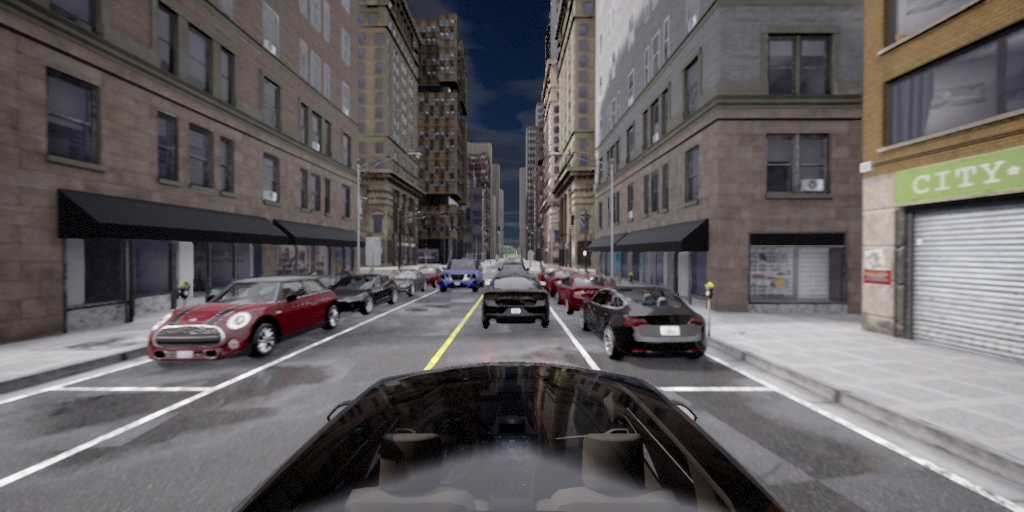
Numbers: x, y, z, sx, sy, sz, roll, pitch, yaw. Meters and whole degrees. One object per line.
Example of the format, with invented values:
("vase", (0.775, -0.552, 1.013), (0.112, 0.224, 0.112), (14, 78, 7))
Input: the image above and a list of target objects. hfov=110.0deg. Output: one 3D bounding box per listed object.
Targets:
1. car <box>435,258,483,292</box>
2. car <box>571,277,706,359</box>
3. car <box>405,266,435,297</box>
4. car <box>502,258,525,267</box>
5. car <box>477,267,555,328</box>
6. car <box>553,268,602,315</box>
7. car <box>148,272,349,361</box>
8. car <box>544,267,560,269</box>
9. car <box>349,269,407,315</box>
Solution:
("car", (-3.001, 1.169, 22.426), (2.150, 2.045, 5.566), (0, 0, 0))
("car", (2.761, 1.344, 8.314), (1.948, 1.339, 4.313), (0, 0, 0))
("car", (-5.765, 1.378, 19.324), (2.007, 1.370, 4.403), (0, 0, 0))
("car", (0.100, 1.199, 23.657), (2.097, 1.767, 4.553), (0, 0, 0))
("car", (0.102, 1.271, 11.648), (1.882, 1.535, 5.008), (0, 0, 0))
("car", (2.761, 1.348, 13.819), (1.888, 1.381, 4.507), (0, 0, 0))
("car", (-5.764, 1.218, 8.314), (1.967, 1.591, 4.097), (0, 0, 0))
("car", (2.761, 1.373, 19.324), (1.888, 1.381, 4.507), (0, 0, 0))
("car", (-5.765, 1.368, 13.819), (1.948, 1.339, 4.313), (0, 0, 0))
